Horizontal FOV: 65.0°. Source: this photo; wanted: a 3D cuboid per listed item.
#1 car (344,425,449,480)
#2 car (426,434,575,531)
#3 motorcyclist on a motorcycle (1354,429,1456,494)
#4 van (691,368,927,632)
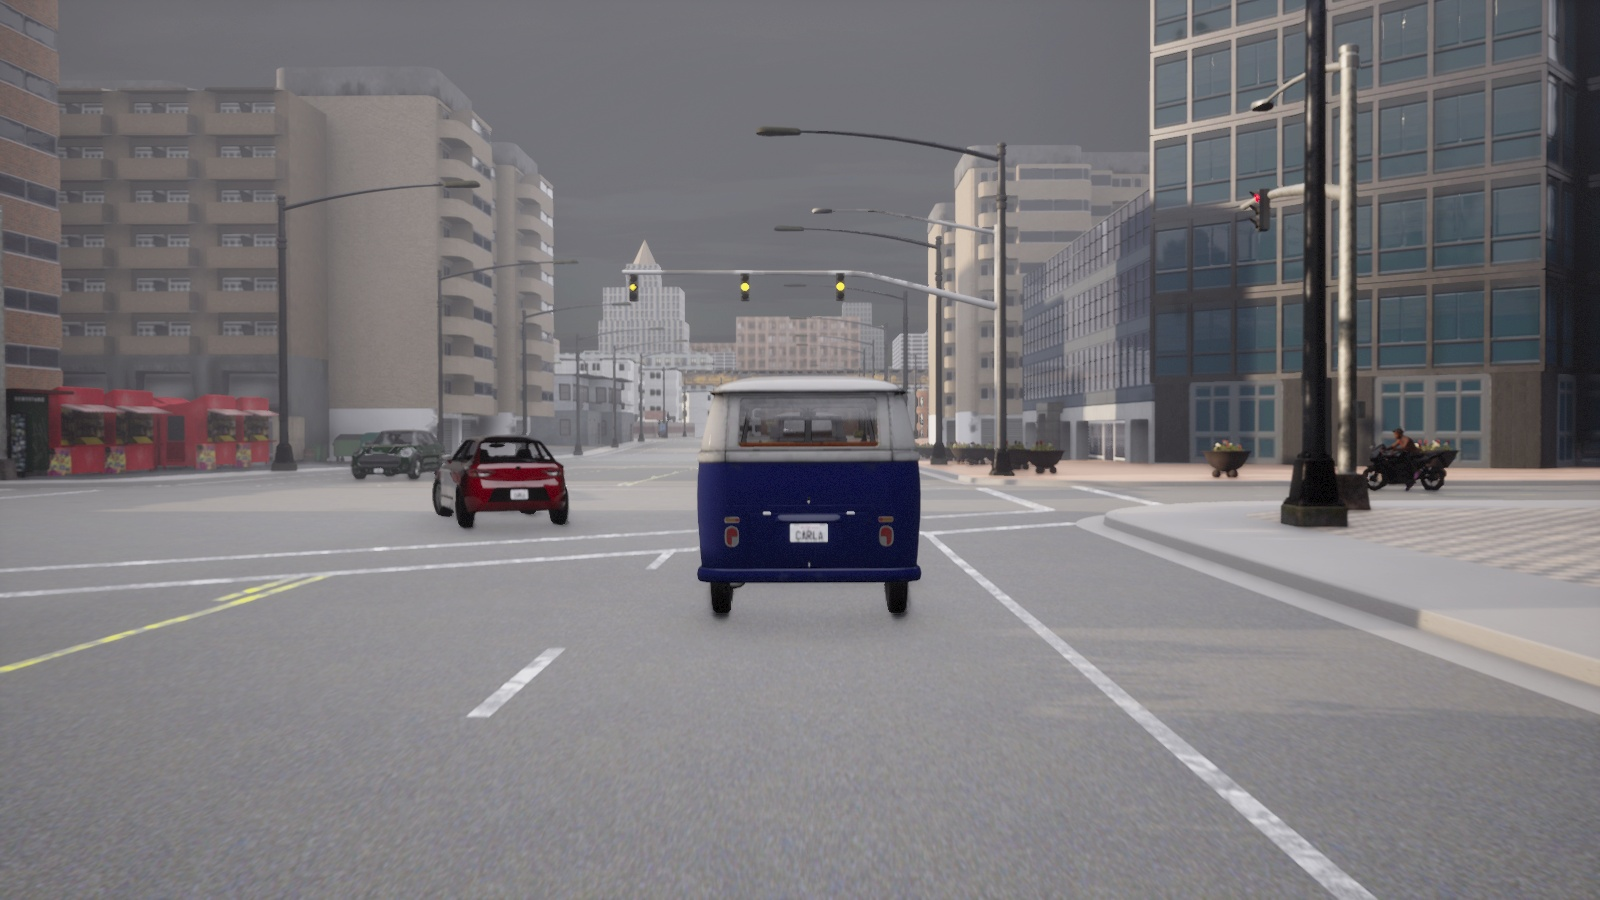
[{"bbox_3d":[-13.739,0.071,43.078,2.097,1.767,4.553,0,0,0],"label":"car"},{"bbox_3d":[-5.260,0.475,21.697,1.816,1.474,4.193,0,1,-23],"label":"car"},{"bbox_3d":[14.466,0.267,30.042,2.044,1.523,0.797,0,1,1],"label":"motorcyclist on a motorcycle"},{"bbox_3d":[0.080,0.355,11.725,1.775,1.987,4.442,0,1,0],"label":"van"}]
